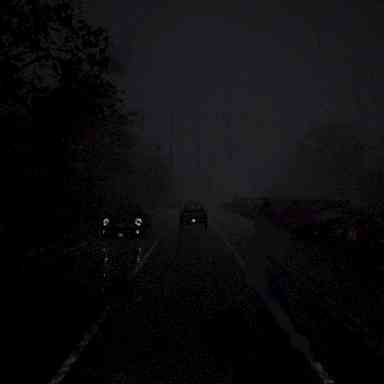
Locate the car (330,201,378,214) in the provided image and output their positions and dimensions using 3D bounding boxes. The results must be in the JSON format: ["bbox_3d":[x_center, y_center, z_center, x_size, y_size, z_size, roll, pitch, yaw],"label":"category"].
[{"bbox_3d":[20.170,1.914,41.533,5.008,1.535,2.097,0,-1,0],"label":"car"}]

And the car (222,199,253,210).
[{"bbox_3d":[7.146,2.004,52.724,4.553,1.767,2.185,0,-1,0],"label":"car"}]

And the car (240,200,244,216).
[{"bbox_3d":[7.079,1.748,30.519,4.674,1.452,2.002,0,-1,0],"label":"car"}]

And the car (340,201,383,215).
[{"bbox_3d":[20.165,1.860,38.638,5.008,1.535,2.097,0,-1,0],"label":"car"}]

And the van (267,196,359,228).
[{"bbox_3d":[6.941,1.332,19.437,4.442,1.987,1.878,0,0,0],"label":"van"}]

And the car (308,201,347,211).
[{"bbox_3d":[20.183,2.070,49.718,4.892,1.521,2.231,0,-1,0],"label":"car"}]

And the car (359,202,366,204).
[{"bbox_3d":[20.160,1.809,35.868,4.892,1.521,2.231,0,-1,0],"label":"car"}]

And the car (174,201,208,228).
[{"bbox_3d":[0.103,1.647,23.603,2.128,1.511,4.902,0,-1,0],"label":"car"}]

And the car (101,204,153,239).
[{"bbox_3d":[-3.348,1.450,17.854,2.097,1.767,4.553,0,-1,0],"label":"car"}]

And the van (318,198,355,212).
[{"bbox_3d":[20.302,1.791,46.952,4.442,1.987,1.878,0,-1,0],"label":"van"}]

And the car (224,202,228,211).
[{"bbox_3d":[7.103,2.010,44.398,4.674,1.452,2.002,0,-1,0],"label":"car"}]

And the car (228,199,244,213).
[{"bbox_3d":[7.096,1.865,38.847,5.008,1.535,2.097,0,-1,0],"label":"car"}]

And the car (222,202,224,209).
[{"bbox_3d":[7.135,2.052,47.173,4.792,1.488,2.163,0,-1,0],"label":"car"}]

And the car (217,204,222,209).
[{"bbox_3d":[7.082,1.823,49.955,5.566,2.045,2.435,0,-1,0],"label":"car"}]

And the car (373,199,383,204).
[{"bbox_3d":[19.972,1.700,30.328,5.366,1.575,1.946,0,-1,0],"label":"car"}]

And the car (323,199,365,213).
[{"bbox_3d":[20.149,1.839,44.181,4.553,1.767,2.185,0,-1,0],"label":"car"}]

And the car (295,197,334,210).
[{"bbox_3d":[20.227,1.930,55.258,5.566,2.045,2.435,0,-1,0],"label":"car"}]

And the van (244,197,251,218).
[{"bbox_3d":[6.955,1.430,27.749,4.442,1.987,1.878,0,-1,0],"label":"van"}]

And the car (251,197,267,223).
[{"bbox_3d":[7.091,1.315,22.213,5.566,2.045,2.435,0,0,0],"label":"car"}]

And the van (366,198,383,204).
[{"bbox_3d":[20.278,1.529,33.103,4.442,1.987,1.878,0,-1,0],"label":"van"}]

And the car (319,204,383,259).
[{"bbox_3d":[7.012,1.409,11.108,4.553,1.767,2.185,0,0,0],"label":"car"}]

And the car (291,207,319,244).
[{"bbox_3d":[7.043,1.542,13.884,5.008,1.535,2.097,0,0,0],"label":"car"}]

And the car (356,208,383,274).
[{"bbox_3d":[7.007,1.401,8.332,4.553,1.767,2.185,0,0,0],"label":"car"}]

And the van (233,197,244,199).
[{"bbox_3d":[7.213,1.692,41.627,4.442,1.987,1.878,0,-1,0],"label":"van"}]

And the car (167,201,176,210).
[{"bbox_3d":[-3.257,2.343,58.150,2.033,1.411,5.357,0,-2,1],"label":"car"}]

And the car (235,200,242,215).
[{"bbox_3d":[7.052,1.790,33.297,4.792,1.488,2.163,0,-1,0],"label":"car"}]

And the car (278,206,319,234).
[{"bbox_3d":[7.056,1.590,16.660,4.674,1.452,2.002,0,0,0],"label":"car"}]
